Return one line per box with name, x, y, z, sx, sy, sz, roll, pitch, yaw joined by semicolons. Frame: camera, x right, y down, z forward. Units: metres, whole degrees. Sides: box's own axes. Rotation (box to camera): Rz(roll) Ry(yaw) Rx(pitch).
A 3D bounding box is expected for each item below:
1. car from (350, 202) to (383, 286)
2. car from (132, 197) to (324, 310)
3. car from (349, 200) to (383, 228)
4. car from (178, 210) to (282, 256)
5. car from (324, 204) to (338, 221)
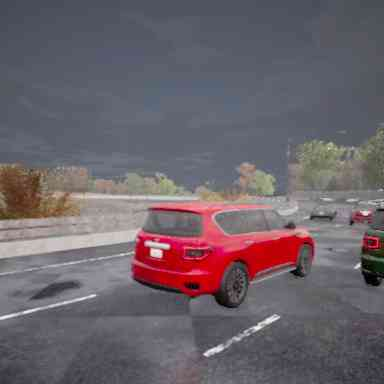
car;6.174;1.309;8.852;2.150;2.045;5.566;0;0;40
car;1.101;1.266;8.295;2.150;2.045;5.566;0;0;41
car;13.243;1.568;25.104;2.097;1.767;4.553;0;0;31
car;1.902;1.625;14.643;2.033;1.411;5.357;0;0;38
car;11.928;1.790;29.980;1.994;1.385;4.181;0;0;28
